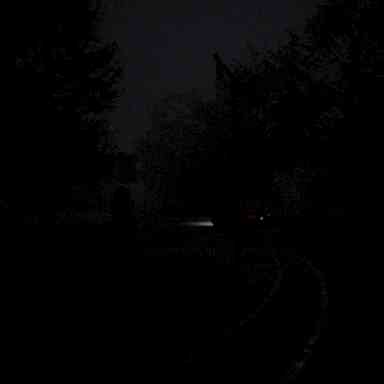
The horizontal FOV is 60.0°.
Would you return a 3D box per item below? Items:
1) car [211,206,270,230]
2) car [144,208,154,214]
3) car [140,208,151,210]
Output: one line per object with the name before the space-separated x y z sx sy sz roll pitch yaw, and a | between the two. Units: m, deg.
car | 3.148 1.641 22.186 1.994 1.385 4.181 -1 0 -36
car | -11.983 5.240 92.591 2.128 1.511 4.902 -1 -5 -1
car | -11.729 4.562 82.547 1.994 1.385 4.181 -1 -5 -2
